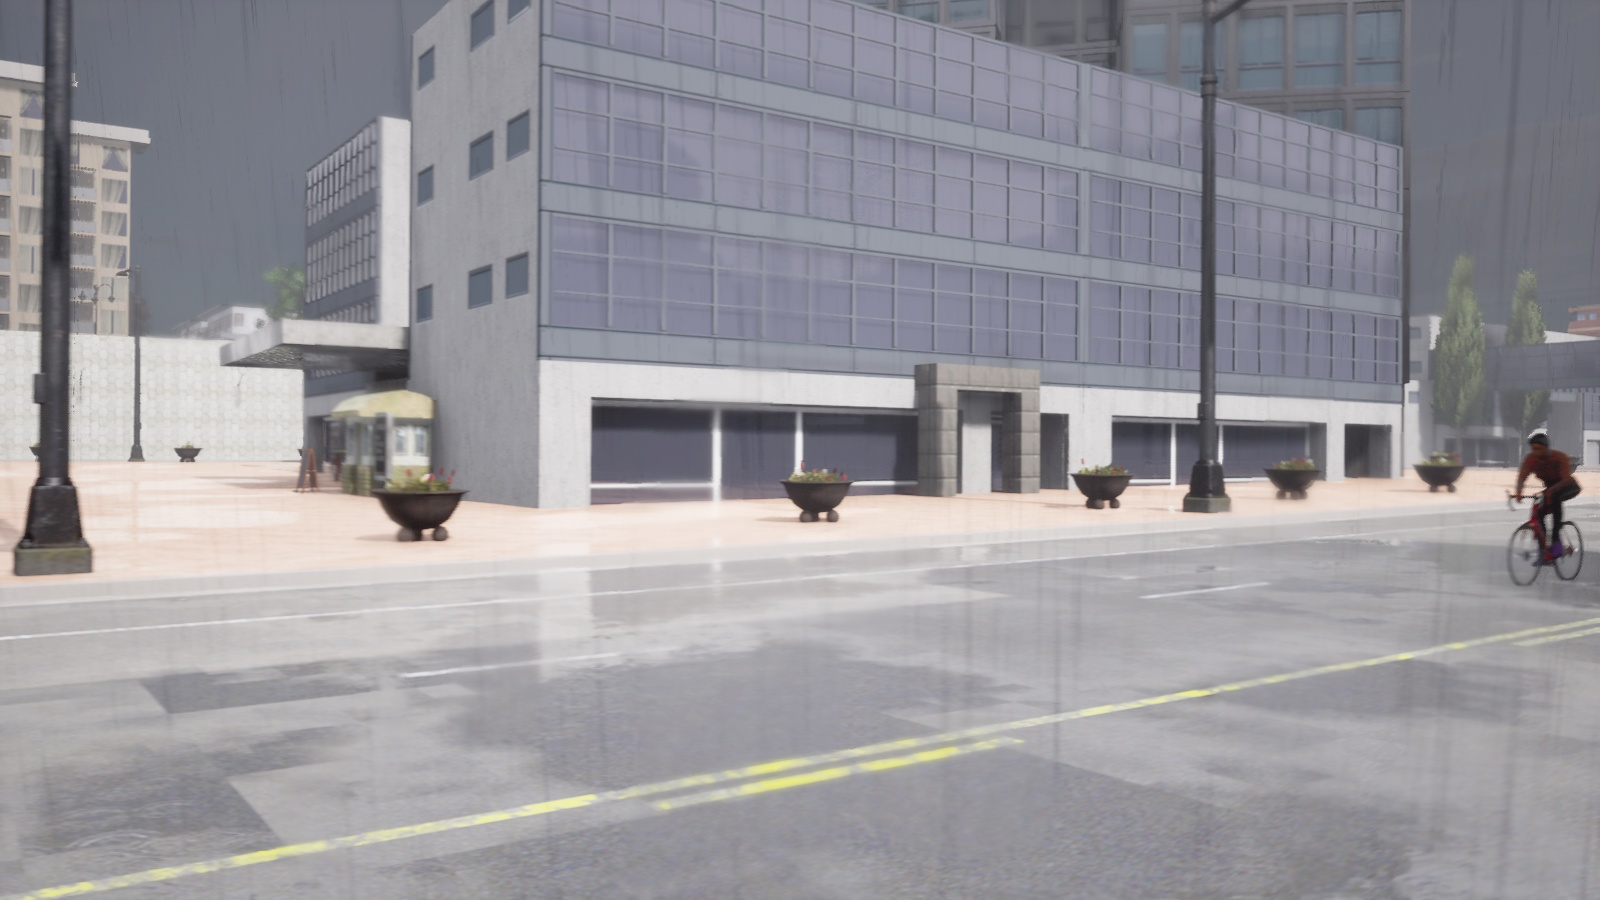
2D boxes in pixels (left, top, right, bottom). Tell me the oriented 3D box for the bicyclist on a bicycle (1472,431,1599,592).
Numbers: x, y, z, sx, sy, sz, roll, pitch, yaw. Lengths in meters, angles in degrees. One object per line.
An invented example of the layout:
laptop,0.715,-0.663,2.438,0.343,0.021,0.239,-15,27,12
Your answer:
bicyclist on a bicycle,7.924,0.618,13.438,1.656,1.620,0.582,-1,0,-35
